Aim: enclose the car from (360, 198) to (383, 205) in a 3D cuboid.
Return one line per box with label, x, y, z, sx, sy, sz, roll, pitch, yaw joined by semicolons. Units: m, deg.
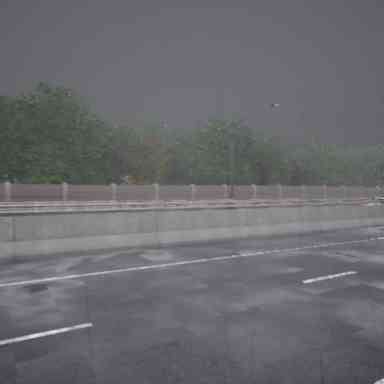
car;17.563;1.360;31.398;4.553;1.767;2.097;0;0;-31
